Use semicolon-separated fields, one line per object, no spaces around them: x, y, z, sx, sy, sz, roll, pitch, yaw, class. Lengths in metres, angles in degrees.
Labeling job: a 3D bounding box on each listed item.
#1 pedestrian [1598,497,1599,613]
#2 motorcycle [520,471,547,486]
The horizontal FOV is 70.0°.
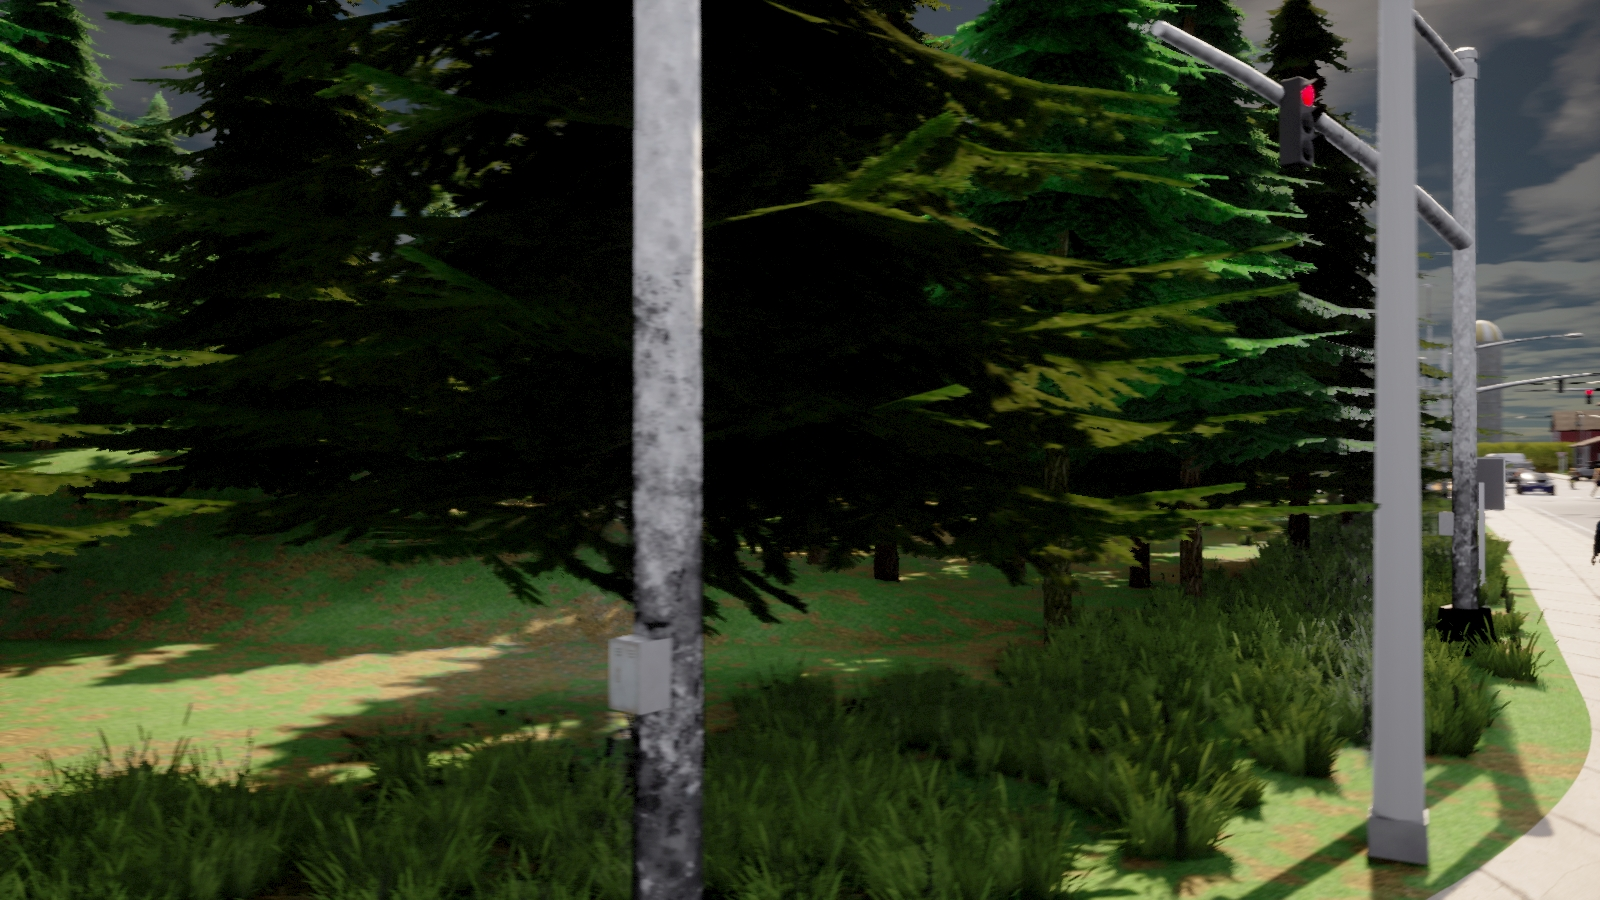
13.135;1.693;18.467;0.375;1.860;0.375;0;0;33;pedestrian
-22.834;2.431;97.926;2.209;1.251;0.867;0;0;29;motorcycle
